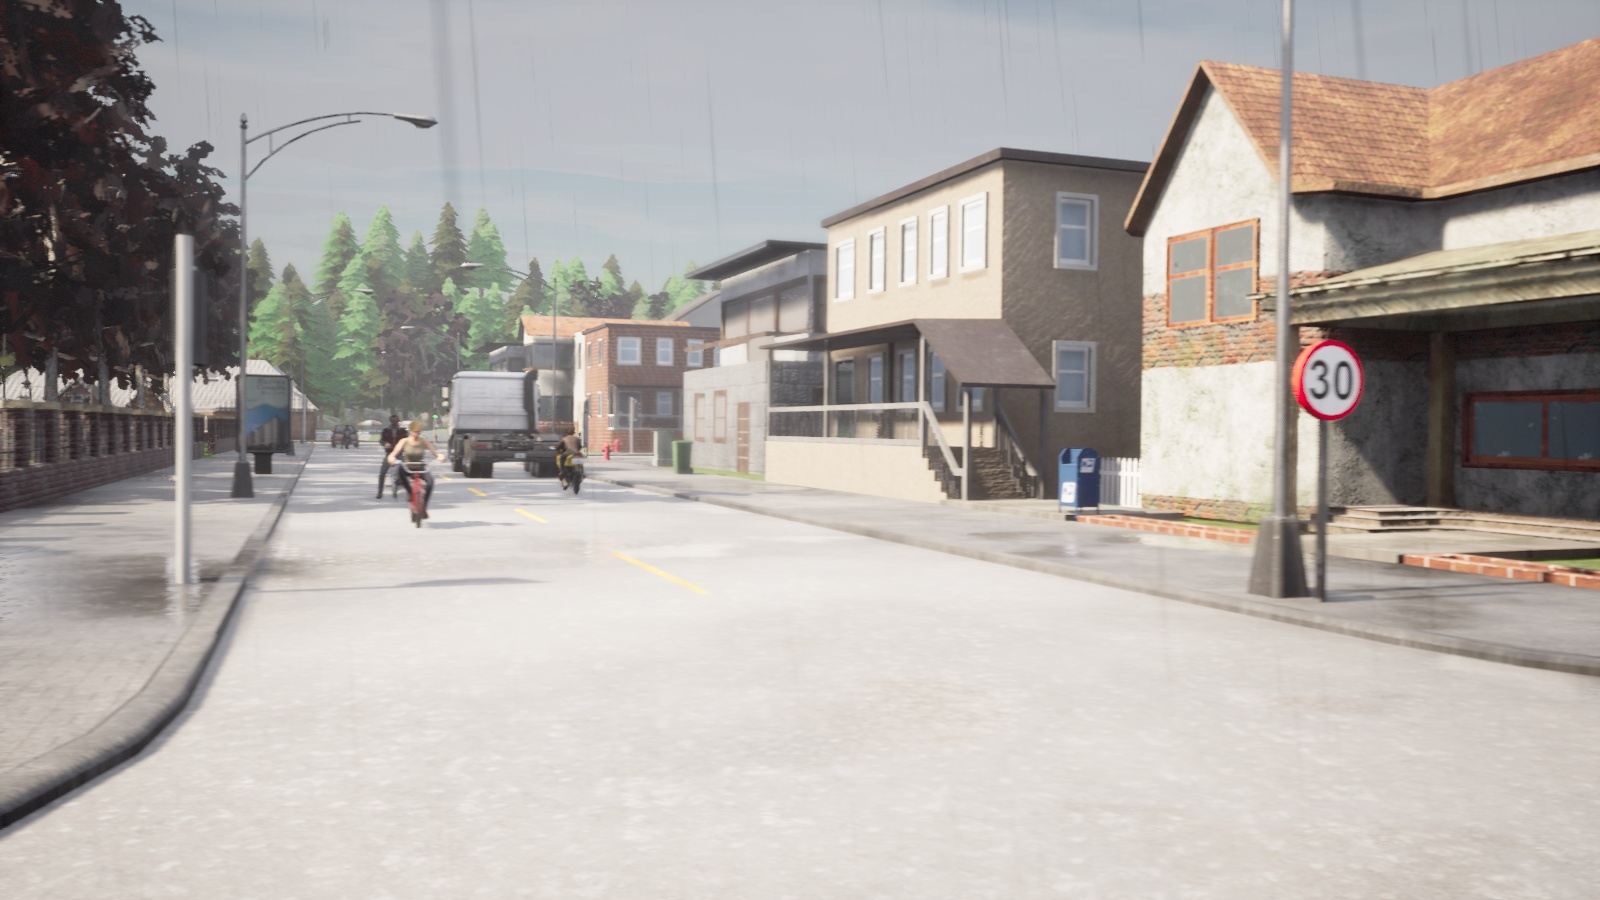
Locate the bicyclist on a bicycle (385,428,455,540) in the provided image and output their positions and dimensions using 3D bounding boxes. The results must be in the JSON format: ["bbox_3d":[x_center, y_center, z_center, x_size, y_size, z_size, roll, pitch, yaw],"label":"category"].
[{"bbox_3d":[-5.796,0.487,19.113,0.866,1.612,1.509,-1,2,-22],"label":"bicyclist on a bicycle"}]

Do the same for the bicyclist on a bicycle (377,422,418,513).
[{"bbox_3d":[-8.264,0.339,25.746,0.659,1.776,1.843,-1,1,-21],"label":"bicyclist on a bicycle"}]

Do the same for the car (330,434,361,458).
[{"bbox_3d":[-31.036,-0.282,85.692,1.789,1.549,3.705,-1,1,-22],"label":"car"}]

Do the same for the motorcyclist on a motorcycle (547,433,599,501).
[{"bbox_3d":[-5.299,0.362,29.218,0.797,1.523,2.044,-1,1,-21],"label":"motorcyclist on a motorcycle"}]

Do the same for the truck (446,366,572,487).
[{"bbox_3d":[-9.454,-0.735,40.132,2.891,3.462,7.936,-1,1,-20],"label":"truck"}]
